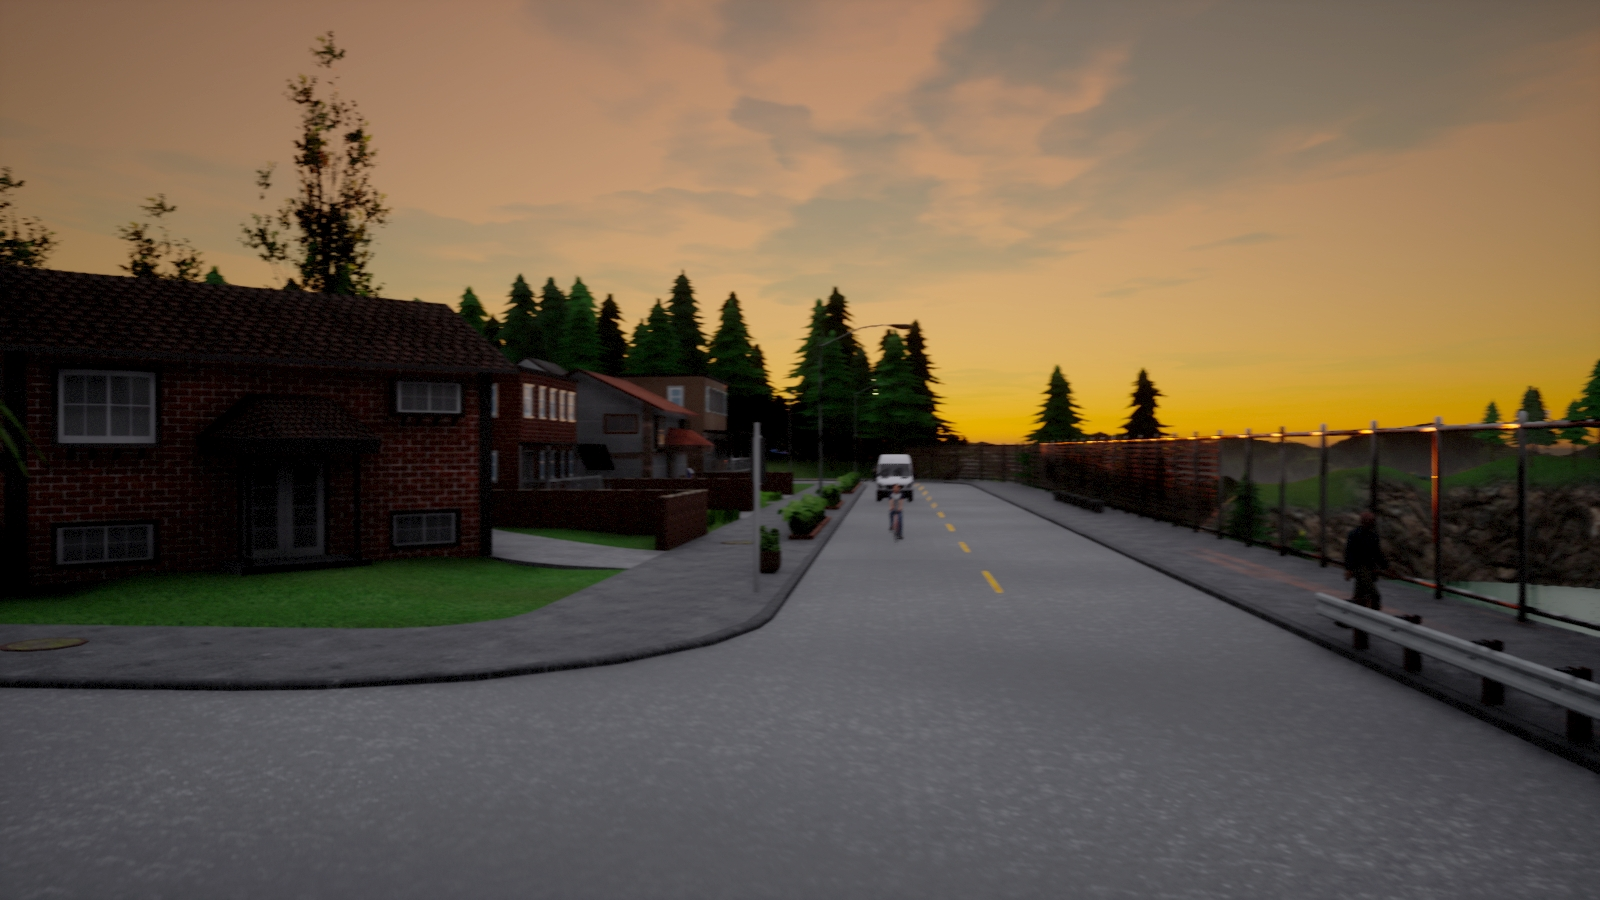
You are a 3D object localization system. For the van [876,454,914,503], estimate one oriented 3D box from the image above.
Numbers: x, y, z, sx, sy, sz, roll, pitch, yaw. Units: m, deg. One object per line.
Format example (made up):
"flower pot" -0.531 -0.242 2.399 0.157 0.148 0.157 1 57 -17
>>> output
"van" 5.246 1.527 63.226 1.988 2.561 5.915 0 0 5

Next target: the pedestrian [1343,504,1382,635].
"pedestrian" 8.226 1.735 16.714 0.375 1.860 0.375 0 0 -30
